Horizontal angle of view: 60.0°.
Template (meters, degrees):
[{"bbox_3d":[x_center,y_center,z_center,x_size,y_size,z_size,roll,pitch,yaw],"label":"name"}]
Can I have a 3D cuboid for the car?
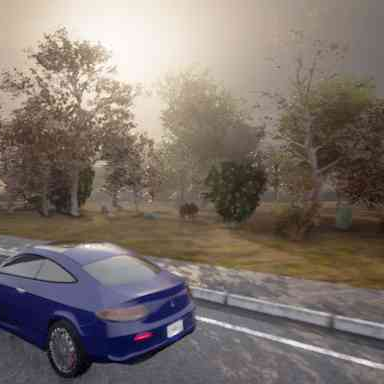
[{"bbox_3d":[-2.088,1.527,5.464,4.674,1.442,1.812,0,0,35],"label":"car"}]
